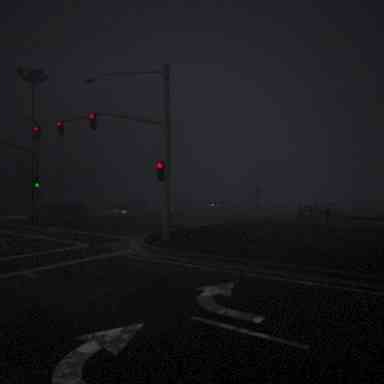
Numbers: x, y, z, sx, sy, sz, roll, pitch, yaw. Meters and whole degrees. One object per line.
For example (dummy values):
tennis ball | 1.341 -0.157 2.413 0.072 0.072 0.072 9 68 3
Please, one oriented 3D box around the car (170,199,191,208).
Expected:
car | -2.281 1.788 54.572 2.033 1.411 5.357 0 0 34

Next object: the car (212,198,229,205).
car | 5.631 1.806 65.701 1.994 1.385 4.181 -1 0 36

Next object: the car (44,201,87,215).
car | -14.183 1.731 37.602 2.128 1.511 4.902 -1 0 36

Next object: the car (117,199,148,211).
car | -8.244 1.745 46.039 1.837 1.490 4.892 -1 0 35
